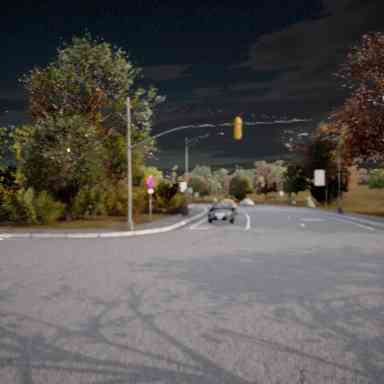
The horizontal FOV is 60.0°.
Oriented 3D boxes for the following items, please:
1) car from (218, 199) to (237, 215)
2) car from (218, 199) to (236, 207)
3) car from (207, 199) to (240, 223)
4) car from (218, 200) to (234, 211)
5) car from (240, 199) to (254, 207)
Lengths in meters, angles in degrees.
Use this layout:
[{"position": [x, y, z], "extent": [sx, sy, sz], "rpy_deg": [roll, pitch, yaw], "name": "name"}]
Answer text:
[{"position": [3.744, 1.565, 35.200], "extent": [1.882, 1.535, 5.008], "rpy_deg": [-1, -1, 6], "name": "car"}, {"position": [6.839, 2.119, 65.734], "extent": [1.882, 1.535, 5.008], "rpy_deg": [-1, -1, -13], "name": "car"}, {"position": [2.290, 1.476, 25.082], "extent": [2.128, 1.511, 4.902], "rpy_deg": [-1, 0, 9], "name": "car"}, {"position": [4.552, 1.831, 45.265], "extent": [1.994, 1.385, 4.181], "rpy_deg": [-1, -1, 3], "name": "car"}, {"position": [10.573, 2.094, 64.706], "extent": [1.812, 1.442, 4.674], "rpy_deg": [-1, -1, -10], "name": "car"}]
